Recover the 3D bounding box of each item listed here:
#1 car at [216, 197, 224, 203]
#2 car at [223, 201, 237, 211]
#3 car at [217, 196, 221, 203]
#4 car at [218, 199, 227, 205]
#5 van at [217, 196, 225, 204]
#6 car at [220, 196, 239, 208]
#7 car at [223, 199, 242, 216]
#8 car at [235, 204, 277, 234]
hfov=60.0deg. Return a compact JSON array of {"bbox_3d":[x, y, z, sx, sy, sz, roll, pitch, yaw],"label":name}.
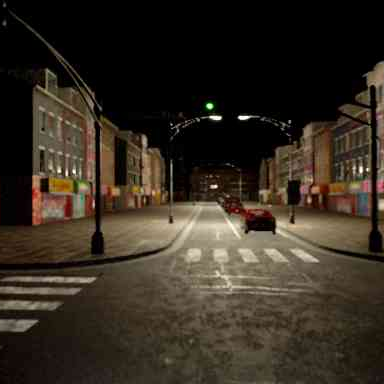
[{"bbox_3d":[7.675,2.187,90.410,1.967,1.590,4.097,0,-1,3],"label":"car"},{"bbox_3d":[5.324,1.916,46.974,1.802,1.307,4.206,0,0,3],"label":"car"},{"bbox_3d":[6.205,2.030,63.262,2.008,1.369,4.403,0,-1,3],"label":"car"},{"bbox_3d":[6.793,2.148,74.120,1.947,1.339,4.313,0,-1,3],"label":"car"},{"bbox_3d":[7.381,2.032,84.981,1.690,1.788,3.998,0,-1,3],"label":"van"},{"bbox_3d":[5.030,1.603,41.546,2.192,1.841,5.009,0,0,3],"label":"car"},{"bbox_3d":[4.736,1.788,36.115,1.887,1.381,4.507,0,0,3],"label":"car"},{"bbox_3d":[3.855,1.664,19.828,1.887,1.381,4.507,0,0,3],"label":"car"}]
